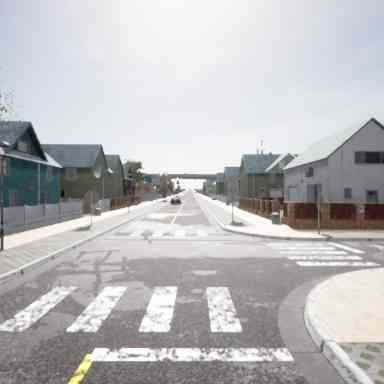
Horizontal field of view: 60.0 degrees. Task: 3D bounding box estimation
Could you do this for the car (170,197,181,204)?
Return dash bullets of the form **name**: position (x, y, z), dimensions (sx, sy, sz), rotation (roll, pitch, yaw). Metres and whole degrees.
- **car**: position (-2.903, 1.539, 60.310), dimensions (1.895, 1.301, 4.718), rotation (0, 0, 0)
